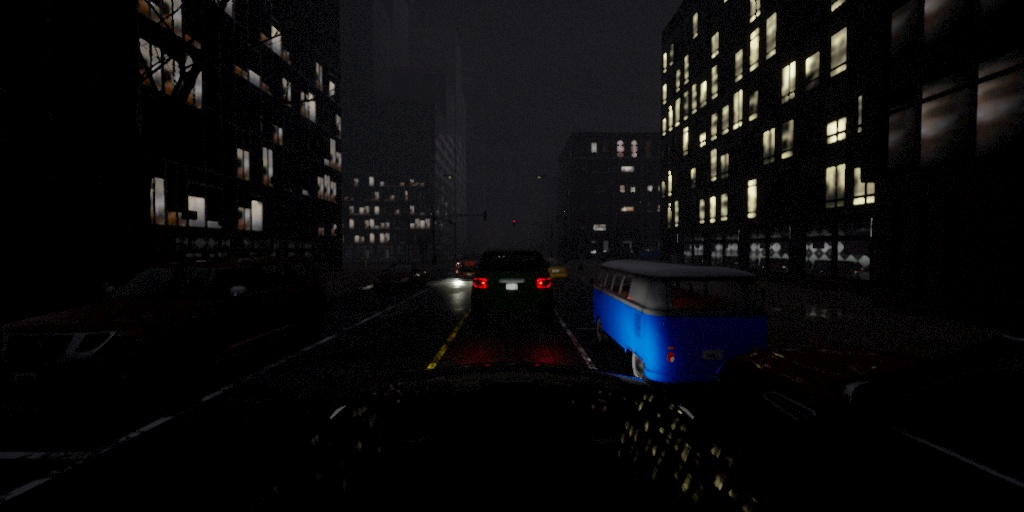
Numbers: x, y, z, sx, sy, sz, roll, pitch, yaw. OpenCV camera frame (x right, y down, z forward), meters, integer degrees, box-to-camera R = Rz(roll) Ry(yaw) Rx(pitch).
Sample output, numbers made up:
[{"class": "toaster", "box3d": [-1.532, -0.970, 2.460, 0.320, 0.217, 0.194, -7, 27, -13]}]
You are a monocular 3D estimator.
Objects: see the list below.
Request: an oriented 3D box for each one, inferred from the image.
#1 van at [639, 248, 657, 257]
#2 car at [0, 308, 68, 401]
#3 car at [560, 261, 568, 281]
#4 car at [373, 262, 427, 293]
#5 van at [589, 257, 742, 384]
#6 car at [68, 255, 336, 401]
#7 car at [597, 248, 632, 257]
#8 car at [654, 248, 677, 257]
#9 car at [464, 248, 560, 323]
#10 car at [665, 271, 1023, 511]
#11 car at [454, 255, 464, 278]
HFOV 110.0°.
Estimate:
[{"class": "van", "box3d": [20.967, -0.361, 53.542, 3.998, 1.789, 1.690, 0, 0, -1]}, {"class": "car", "box3d": [-5.315, 1.083, 0.886, 2.192, 1.841, 5.009, 0, 0, 0]}, {"class": "car", "box3d": [2.560, 0.796, 23.287, 1.751, 1.417, 4.829, 0, 0, 0]}, {"class": "car", "box3d": [-5.319, 0.977, 17.558, 1.802, 1.307, 4.207, 0, 0, 0]}, {"class": "van", "box3d": [2.564, 0.984, 6.445, 1.690, 1.789, 3.998, 0, 0, 0]}, {"class": "car", "box3d": [-5.316, 0.958, 6.443, 2.192, 1.841, 5.009, 0, 0, 0]}, {"class": "car", "box3d": [15.312, -0.315, 53.483, 5.009, 1.841, 2.192, 0, 0, -1]}, {"class": "car", "box3d": [21.077, 0.035, 45.664, 4.507, 1.381, 1.888, 0, 0, -1]}, {"class": "car", "box3d": [0.048, 0.758, 11.283, 2.150, 2.045, 5.566, 0, 2, 1]}, {"class": "car", "box3d": [2.565, 1.083, 0.888, 2.192, 1.841, 5.009, 0, 0, 0]}, {"class": "car", "box3d": [-2.840, 0.560, 25.871, 2.097, 1.767, 4.553, 0, 1, 0]}]
